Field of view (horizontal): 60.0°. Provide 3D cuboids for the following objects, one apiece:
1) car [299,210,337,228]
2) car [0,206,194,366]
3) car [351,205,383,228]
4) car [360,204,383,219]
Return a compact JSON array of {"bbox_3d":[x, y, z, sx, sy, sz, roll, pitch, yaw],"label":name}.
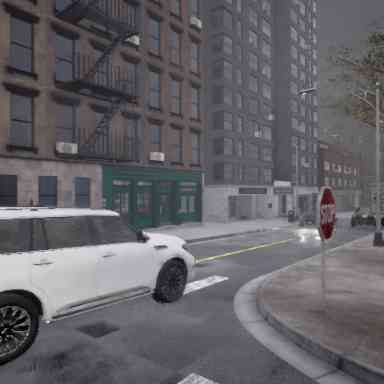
[{"bbox_3d":[10.117,2.176,26.592,1.994,1.385,4.181,0,-2,38],"label":"car"},{"bbox_3d":[-2.296,1.285,6.220,2.150,2.045,5.566,-1,-1,38],"label":"car"},{"bbox_3d":[15.017,2.048,28.028,2.097,1.767,4.553,0,-2,38],"label":"car"},{"bbox_3d":[23.704,2.452,43.558,2.097,1.767,4.553,0,-1,38],"label":"car"}]
